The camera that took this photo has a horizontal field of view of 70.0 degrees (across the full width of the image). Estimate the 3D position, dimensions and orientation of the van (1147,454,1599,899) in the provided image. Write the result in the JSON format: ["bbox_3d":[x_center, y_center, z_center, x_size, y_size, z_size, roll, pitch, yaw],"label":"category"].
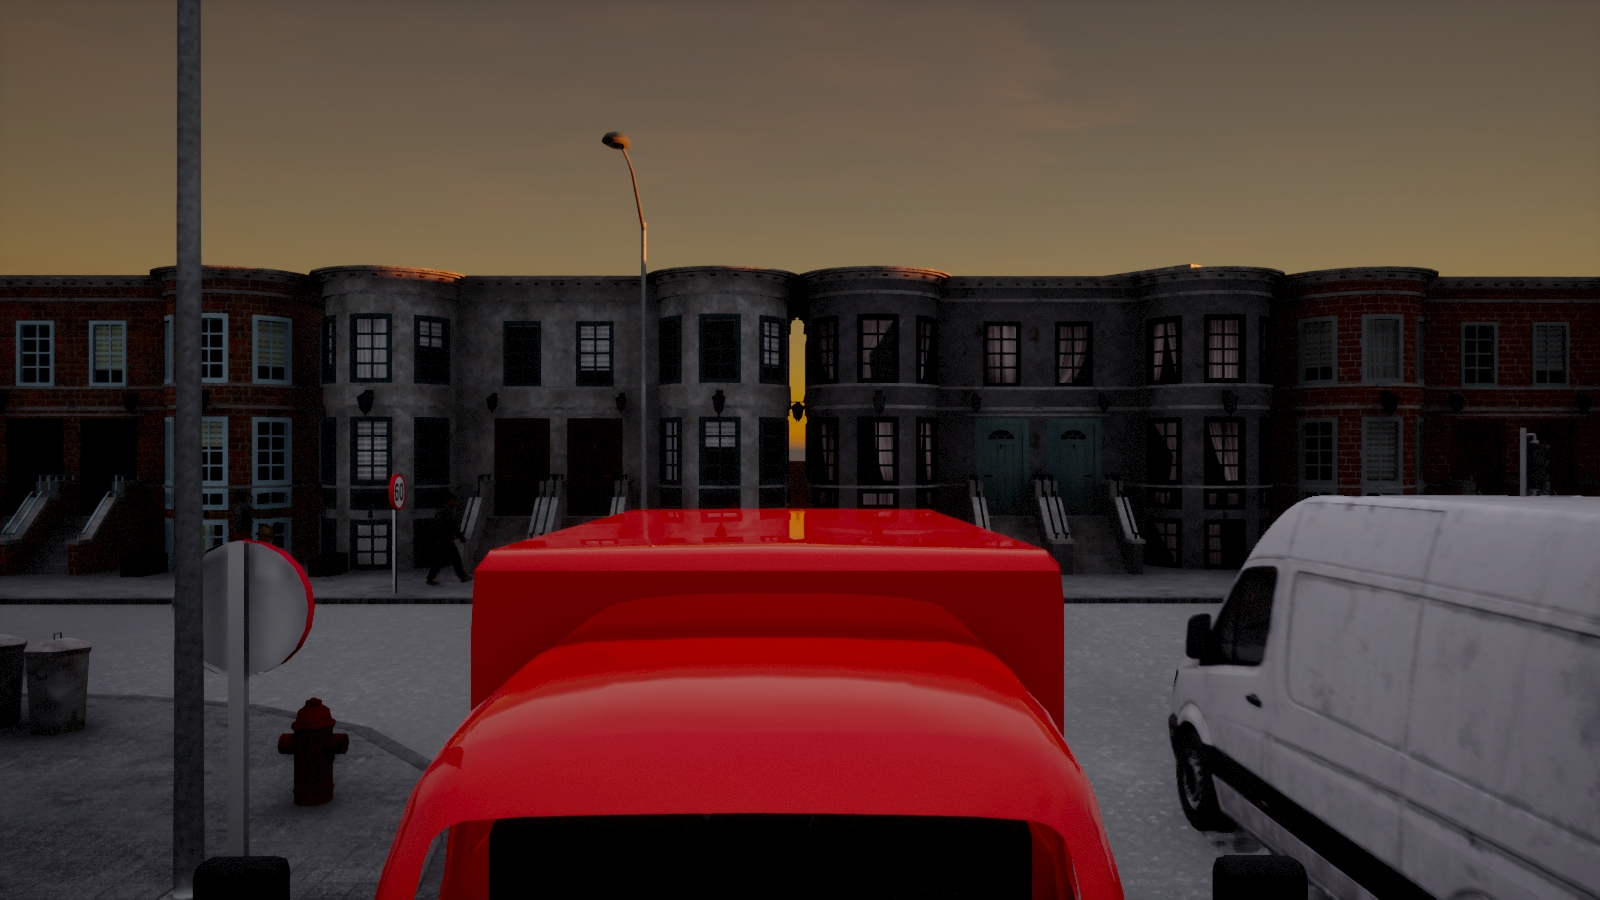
[{"bbox_3d":[3.905,1.314,6.562,1.988,2.561,5.915,0,0,0],"label":"van"}]

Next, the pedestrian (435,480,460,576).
[{"bbox_3d":[-6.934,1.524,22.461,0.375,1.860,0.375,0,0,1],"label":"pedestrian"}]

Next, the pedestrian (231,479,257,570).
[{"bbox_3d":[-11.467,1.526,23.571,0.375,1.860,0.375,0,0,-1],"label":"pedestrian"}]

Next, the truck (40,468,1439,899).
[{"bbox_3d":[-0.117,1.348,4.748,2.627,2.467,5.204,0,0,0],"label":"truck"}]
